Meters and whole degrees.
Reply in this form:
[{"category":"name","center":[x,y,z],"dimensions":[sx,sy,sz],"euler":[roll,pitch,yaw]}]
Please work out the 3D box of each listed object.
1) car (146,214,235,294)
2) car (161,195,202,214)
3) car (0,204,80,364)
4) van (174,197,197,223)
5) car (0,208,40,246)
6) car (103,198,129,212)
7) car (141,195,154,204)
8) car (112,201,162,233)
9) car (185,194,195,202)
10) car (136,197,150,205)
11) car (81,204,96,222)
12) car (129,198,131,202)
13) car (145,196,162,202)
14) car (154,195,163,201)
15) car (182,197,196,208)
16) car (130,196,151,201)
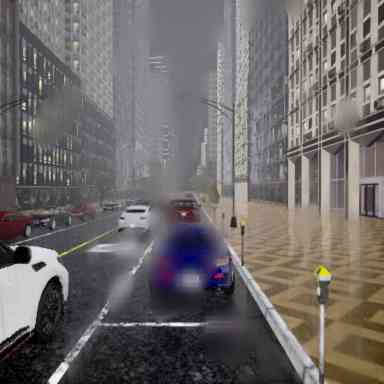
[{"category":"car","center":[0.003,1.524,8.651],"dimensions":[1.812,1.442,4.674],"euler":[0,0,0]},{"category":"car","center":[-0.465,1.311,20.672],"dimensions":[2.192,1.841,5.009],"euler":[-1,0,0]},{"category":"car","center":[-3.145,1.223,3.224],"dimensions":[2.150,2.045,5.566],"euler":[0,0,0]},{"category":"van","center":[-0.465,1.336,26.356],"dimensions":[1.690,1.788,3.998],"euler":[-1,0,0]},{"category":"car","center":[-8.843,1.542,14.989],"dimensions":[1.887,1.381,4.507],"euler":[-1,0,0]},{"category":"car","center":[-8.844,1.544,37.723],"dimensions":[2.008,1.369,4.403],"euler":[-1,0,0]},{"category":"car","center":[-8.845,1.426,66.141],"dimensions":[1.967,1.590,4.097],"euler":[-1,0,0]},{"category":"car","center":[-3.095,1.522,19.621],"dimensions":[1.812,1.442,4.674],"euler":[0,0,0]},{"category":"car","center":[-0.465,1.298,77.509],"dimensions":[2.192,1.841,5.009],"euler":[-1,0,0]},{"category":"car","center":[-8.843,1.569,60.458],"dimensions":[1.802,1.307,4.206],"euler":[-1,0,0]},{"category":"car","center":[-8.843,1.577,26.356],"dimensions":[1.802,1.307,4.206],"euler":[-1,0,0]},{"category":"car","center":[-8.843,1.541,49.090],"dimensions":[2.008,1.369,4.403],"euler":[-1,0,0]},{"category":"car","center":[-3.099,1.485,33.880],"dimensions":[2.128,1.511,4.902],"euler":[0,0,0]},{"category":"car","center":[-8.844,1.545,88.876],"dimensions":[1.947,1.339,4.313],"euler":[-1,0,0]},{"category":"car","center":[-0.463,1.541,49.090],"dimensions":[2.008,1.369,4.403],"euler":[-1,0,0]},{"category":"car","center":[-6.192,1.557,42.489],"dimensions":[1.994,1.385,4.181],"euler":[0,0,1]}]
